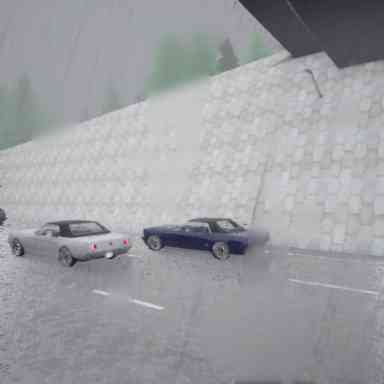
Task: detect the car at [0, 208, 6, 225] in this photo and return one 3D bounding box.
[{"bbox_3d":[-14.824,1.538,23.166,4.902,1.511,2.128,0,0,36],"label":"car"}]

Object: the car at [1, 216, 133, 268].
[{"bbox_3d":[-4.320,1.619,11.374,4.718,1.301,1.895,0,0,36],"label":"car"}]

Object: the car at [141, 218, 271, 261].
[{"bbox_3d":[0.347,1.613,12.344,4.718,1.301,1.895,0,0,36],"label":"car"}]
